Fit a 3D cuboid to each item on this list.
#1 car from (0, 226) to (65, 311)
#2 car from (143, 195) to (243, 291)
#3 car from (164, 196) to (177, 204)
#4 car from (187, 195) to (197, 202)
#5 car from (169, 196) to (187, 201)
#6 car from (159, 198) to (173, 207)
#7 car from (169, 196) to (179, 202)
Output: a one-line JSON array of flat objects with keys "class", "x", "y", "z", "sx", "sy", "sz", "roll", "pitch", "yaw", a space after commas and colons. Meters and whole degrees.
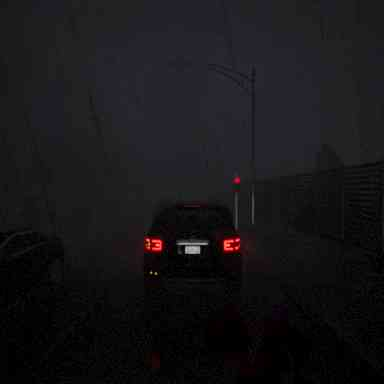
[{"class": "car", "x": -4.108, "y": 1.491, "z": 6.502, "sx": 2.128, "sy": 1.511, "sz": 4.902, "roll": 0, "pitch": 0, "yaw": 0}, {"class": "car", "x": 0.033, "y": 1.221, "z": 9.158, "sx": 2.150, "sy": 2.045, "sz": 5.566, "roll": 0, "pitch": 0, "yaw": 0}, {"class": "car", "x": -4.120, "y": 1.548, "z": 64.720, "sx": 2.033, "sy": 1.411, "sz": 5.357, "roll": 0, "pitch": 0, "yaw": 0}, {"class": "car", "x": -0.097, "y": 1.478, "z": 77.545, "sx": 1.882, "sy": 1.535, "sz": 5.008, "roll": 0, "pitch": 0, "yaw": -4}, {"class": "car", "x": -3.803, "y": 1.595, "z": 87.234, "sx": 4.718, "sy": 1.301, "sz": 1.895, "roll": 0, "pitch": 0, "yaw": 40}, {"class": "car", "x": -4.153, "y": 1.601, "z": 53.590, "sx": 1.895, "sy": 1.301, "sz": 4.718, "roll": 0, "pitch": 0, "yaw": 0}, {"class": "car", "x": -4.087, "y": 1.551, "z": 77.088, "sx": 1.994, "sy": 1.385, "sz": 4.181, "roll": 0, "pitch": 0, "yaw": 0}]
